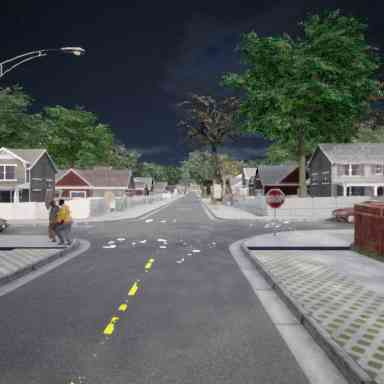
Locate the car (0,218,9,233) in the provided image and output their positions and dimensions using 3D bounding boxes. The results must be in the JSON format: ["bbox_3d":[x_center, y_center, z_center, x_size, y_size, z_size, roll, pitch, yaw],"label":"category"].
[{"bbox_3d":[-12.999,1.727,18.942,4.674,1.442,1.812,-1,0,0],"label":"car"}]

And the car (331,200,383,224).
[{"bbox_3d":[11.692,1.297,22.005,4.674,1.442,1.812,-1,0,0],"label":"car"}]

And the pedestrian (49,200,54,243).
[{"bbox_3d":[-5.594,1.140,13.498,0.375,1.860,0.375,0,0,0],"label":"pedestrian"}]

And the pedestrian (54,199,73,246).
[{"bbox_3d":[-4.939,1.141,12.812,0.375,1.860,0.375,0,0,0],"label":"pedestrian"}]
